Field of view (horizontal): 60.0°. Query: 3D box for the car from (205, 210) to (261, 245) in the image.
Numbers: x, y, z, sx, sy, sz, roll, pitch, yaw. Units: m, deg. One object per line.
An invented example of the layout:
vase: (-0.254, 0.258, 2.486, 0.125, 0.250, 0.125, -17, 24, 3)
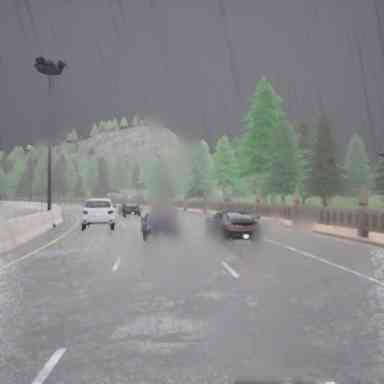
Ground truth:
car: (1.936, 1.679, 16.736, 1.837, 1.490, 4.892, 0, -1, -9)

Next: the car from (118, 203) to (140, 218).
car: (-6.793, 1.905, 35.822, 1.837, 1.490, 4.892, 0, -1, -20)

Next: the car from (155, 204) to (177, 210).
car: (-2.946, 1.950, 35.465, 1.994, 1.385, 4.181, 0, -1, -19)

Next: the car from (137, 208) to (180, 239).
car: (-1.905, 1.805, 18.636, 1.895, 1.301, 4.718, 0, -1, -10)

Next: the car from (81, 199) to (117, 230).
car: (-6.632, 1.493, 23.803, 2.150, 2.045, 5.566, 0, -1, -14)
